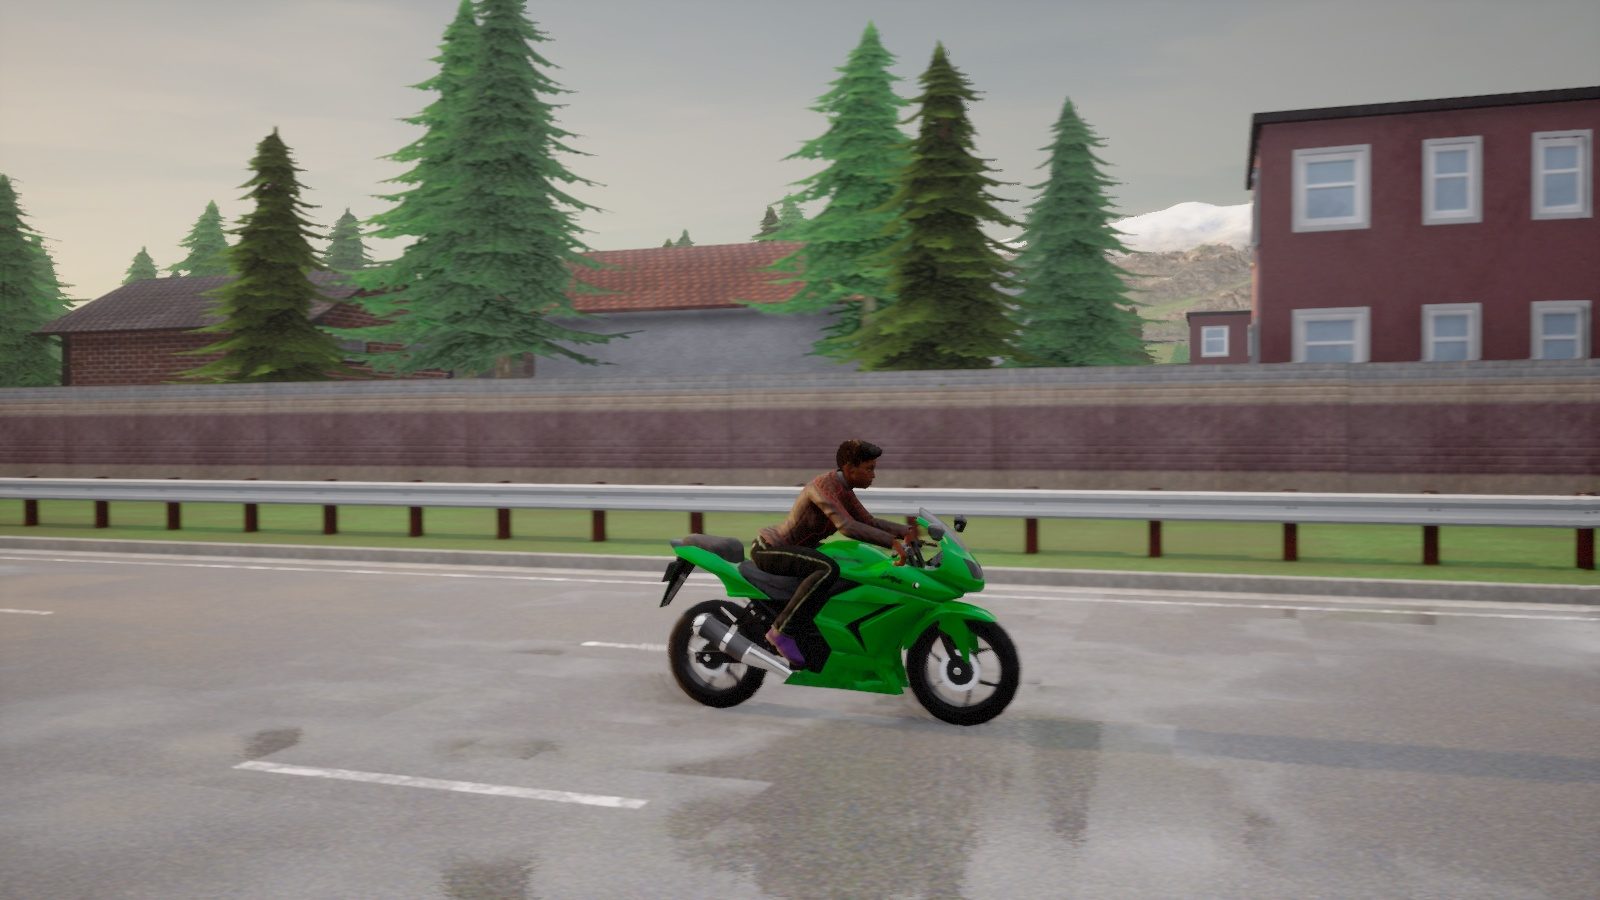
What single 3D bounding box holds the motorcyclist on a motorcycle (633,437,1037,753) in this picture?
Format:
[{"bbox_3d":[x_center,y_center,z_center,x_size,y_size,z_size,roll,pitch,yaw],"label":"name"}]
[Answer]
[{"bbox_3d":[0.196,0.700,6.820,2.044,1.523,0.797,1,1,19],"label":"motorcyclist on a motorcycle"}]
